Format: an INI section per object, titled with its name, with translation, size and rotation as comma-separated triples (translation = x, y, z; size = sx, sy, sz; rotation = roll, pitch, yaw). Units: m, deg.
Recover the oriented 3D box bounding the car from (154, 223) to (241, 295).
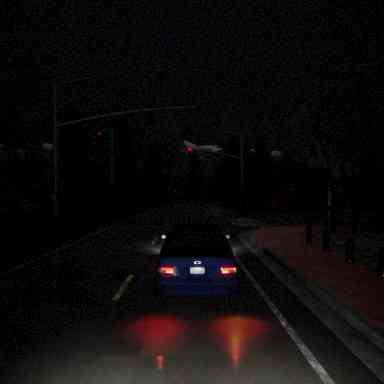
[car]
translation = 0.102, 1.547, 8.860
size = 2.033, 1.411, 5.357
rotation = 0, 0, 0
